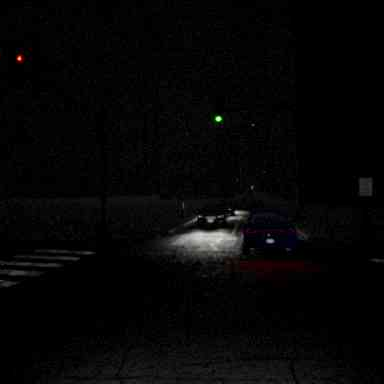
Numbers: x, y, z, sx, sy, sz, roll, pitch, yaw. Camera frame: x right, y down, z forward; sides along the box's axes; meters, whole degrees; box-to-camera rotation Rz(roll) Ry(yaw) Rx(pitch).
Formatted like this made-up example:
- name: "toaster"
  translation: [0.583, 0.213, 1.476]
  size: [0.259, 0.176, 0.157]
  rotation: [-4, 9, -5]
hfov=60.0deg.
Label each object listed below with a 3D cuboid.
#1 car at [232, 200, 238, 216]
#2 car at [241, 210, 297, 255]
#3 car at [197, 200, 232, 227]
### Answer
- name: "car"
  translation: [3.297, 1.541, 33.240]
  size: [1.837, 1.490, 4.892]
  rotation: [-1, 0, 10]
- name: "car"
  translation: [3.012, 1.465, 13.408]
  size: [1.882, 1.535, 5.008]
  rotation: [-1, 0, 10]
- name: "car"
  translation: [1.489, 1.530, 23.162]
  size: [2.128, 1.511, 4.902]
  rotation: [-1, 0, 8]
